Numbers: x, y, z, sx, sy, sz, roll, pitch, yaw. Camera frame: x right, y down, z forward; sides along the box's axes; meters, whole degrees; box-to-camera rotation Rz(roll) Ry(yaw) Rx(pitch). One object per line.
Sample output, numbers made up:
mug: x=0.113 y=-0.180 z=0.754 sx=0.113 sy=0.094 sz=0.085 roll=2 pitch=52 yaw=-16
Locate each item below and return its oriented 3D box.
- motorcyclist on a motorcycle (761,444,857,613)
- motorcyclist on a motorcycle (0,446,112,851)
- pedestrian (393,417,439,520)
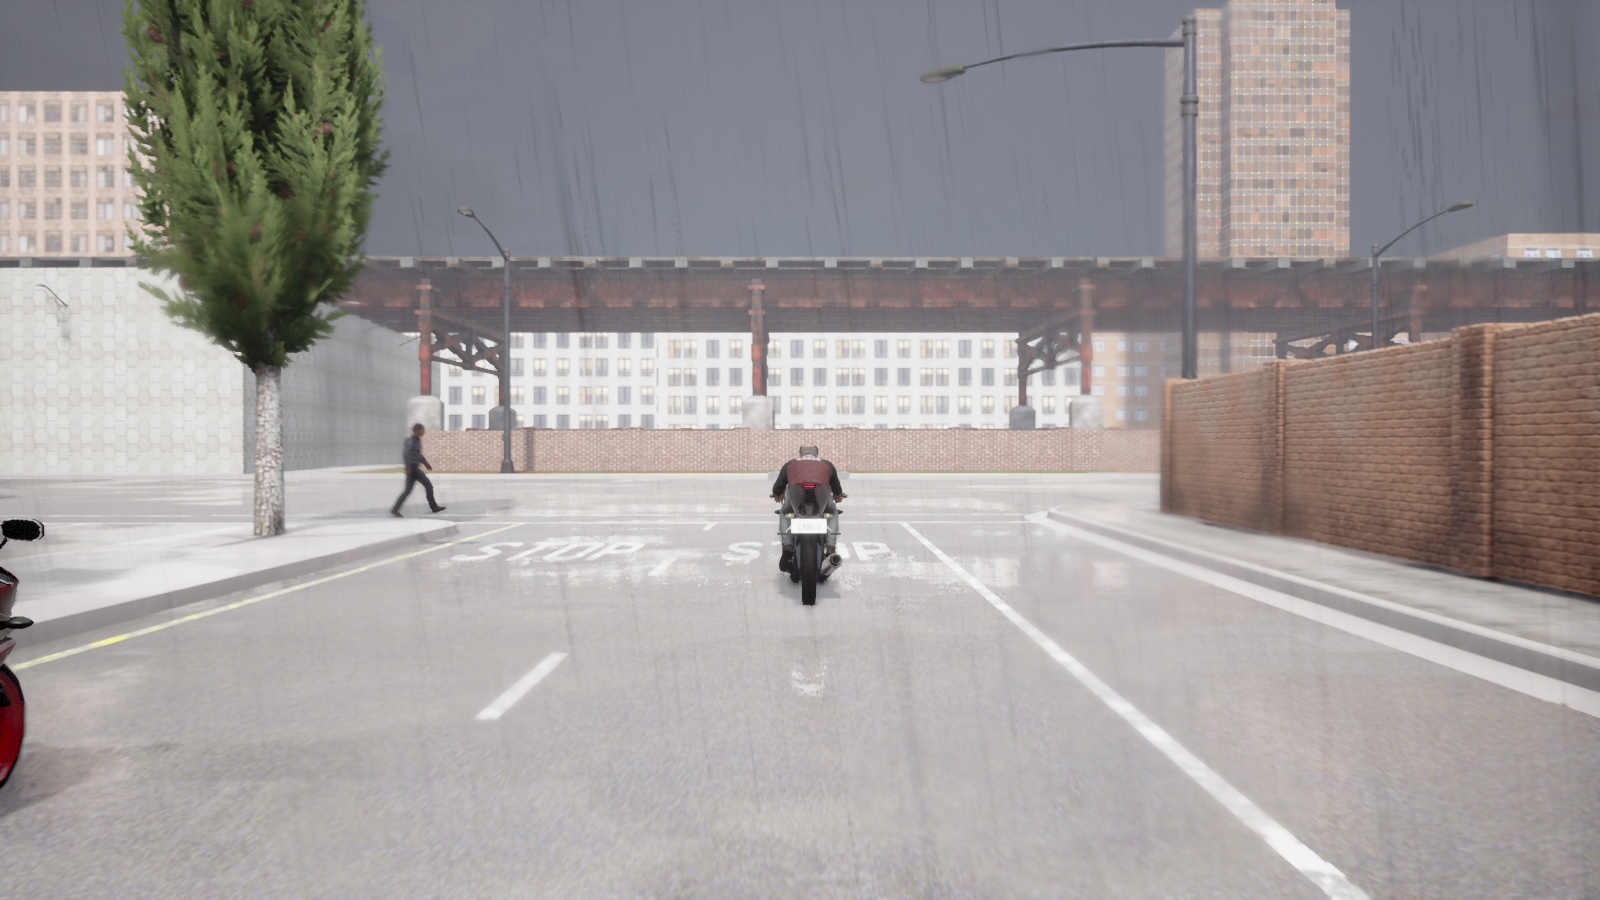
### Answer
motorcyclist on a motorcycle: x=0.086 y=0.711 z=12.486 sx=0.866 sy=1.530 sz=2.191 roll=0 pitch=0 yaw=0
motorcyclist on a motorcycle: x=-3.460 y=0.754 z=4.419 sx=0.866 sy=1.530 sz=2.191 roll=0 pitch=0 yaw=0
pedestrian: x=-7.310 y=0.351 z=23.930 sx=0.788 sy=1.949 sz=0.423 roll=0 pitch=0 yaw=-11
